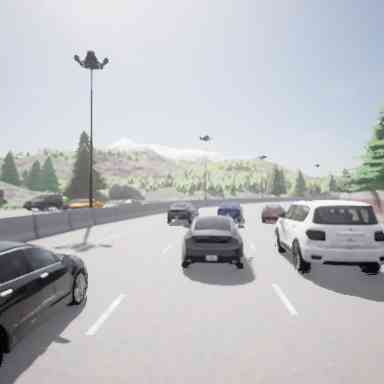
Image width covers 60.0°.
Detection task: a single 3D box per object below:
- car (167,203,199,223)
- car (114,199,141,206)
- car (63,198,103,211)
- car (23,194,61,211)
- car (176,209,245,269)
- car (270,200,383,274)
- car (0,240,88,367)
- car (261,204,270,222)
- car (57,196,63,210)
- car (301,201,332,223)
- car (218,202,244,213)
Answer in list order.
[{"bbox_3d":[-0.641,1.611,26.387,1.837,1.490,4.892,0,0,11],"label":"car"},{"bbox_3d":[-7.963,1.633,41.402,2.128,1.511,4.902,0,0,17],"label":"car"},{"bbox_3d":[-12.323,1.593,38.778,1.882,1.535,5.008,0,-1,15],"label":"car"},{"bbox_3d":[-18.658,1.331,42.171,2.150,2.045,5.566,0,-1,16],"label":"car"},{"bbox_3d":[0.749,1.555,11.442,1.837,1.490,4.892,0,0,5],"label":"car"},{"bbox_3d":[4.187,1.281,10.953,2.150,2.045,5.566,0,0,5],"label":"car"},{"bbox_3d":[-3.187,1.515,5.202,1.837,1.490,4.892,0,0,2],"label":"car"},{"bbox_3d":[6.700,1.699,27.316,1.994,1.385,4.181,0,0,12],"label":"car"},{"bbox_3d":[-14.740,1.603,43.132,1.882,1.535,5.008,0,0,17],"label":"car"},{"bbox_3d":[10.523,1.631,28.455,1.882,1.535,5.008,0,0,13],"label":"car"},{"bbox_3d":[3.269,1.604,28.042,1.882,1.535,5.008,0,0,12],"label":"car"}]
